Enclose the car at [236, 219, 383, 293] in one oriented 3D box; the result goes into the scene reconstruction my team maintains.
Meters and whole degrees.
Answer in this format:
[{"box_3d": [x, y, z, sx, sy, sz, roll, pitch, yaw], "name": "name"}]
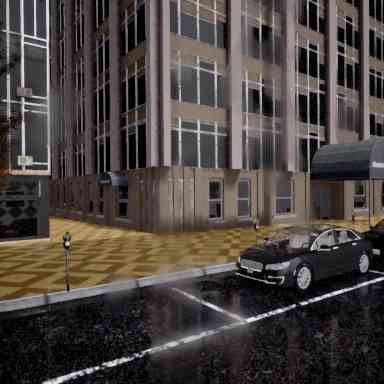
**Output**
[{"box_3d": [3.086, 1.549, 8.779, 4.403, 1.369, 2.008, 0, -1, -36], "name": "car"}]
